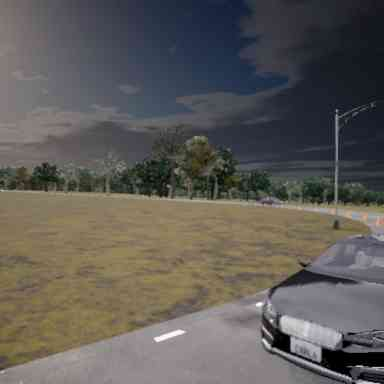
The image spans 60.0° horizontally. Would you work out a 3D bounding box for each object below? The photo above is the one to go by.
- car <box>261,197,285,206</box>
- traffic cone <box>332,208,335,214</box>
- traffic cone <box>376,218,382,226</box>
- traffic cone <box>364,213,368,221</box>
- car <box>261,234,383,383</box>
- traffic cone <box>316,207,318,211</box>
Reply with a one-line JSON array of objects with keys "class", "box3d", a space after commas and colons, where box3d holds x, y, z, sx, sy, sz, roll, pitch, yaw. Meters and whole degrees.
[{"class": "car", "box3d": [13.767, 1.645, 56.983, 2.128, 1.511, 4.902, 1, 0, -26]}, {"class": "traffic cone", "box3d": [15.934, 2.137, 37.417, 0.340, 0.580, 0.340, 1, 0, 2]}, {"class": "traffic cone", "box3d": [13.241, 2.083, 23.557, 0.340, 0.580, 0.340, 1, 0, 20]}, {"class": "traffic cone", "box3d": [14.647, 2.107, 28.069, 0.340, 0.580, 0.340, 1, 0, 14]}, {"class": "car", "box3d": [3.054, 1.513, 5.420, 4.902, 1.511, 2.128, 0, 0, -43]}, {"class": "traffic cone", "box3d": [15.801, 2.139, 42.140, 0.340, 0.580, 0.340, 1, 0, -5]}]
